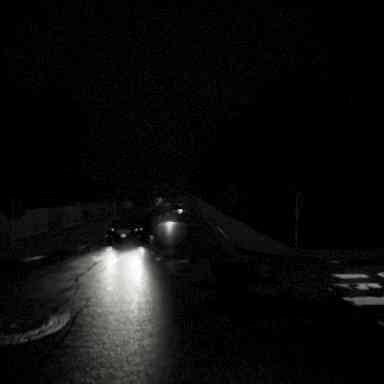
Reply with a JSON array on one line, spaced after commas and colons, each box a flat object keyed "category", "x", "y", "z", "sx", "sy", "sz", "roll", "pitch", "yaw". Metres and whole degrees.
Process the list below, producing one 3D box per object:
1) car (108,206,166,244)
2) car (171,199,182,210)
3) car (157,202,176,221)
[{"category": "car", "x": -2.918, "y": 1.731, "z": 17.404, "sx": 2.128, "sy": 1.511, "sz": 4.902, "roll": 0, "pitch": -1, "yaw": 4}, {"category": "car", "x": -2.750, "y": 2.039, "z": 55.926, "sx": 2.097, "sy": 1.767, "sz": 4.553, "roll": 0, "pitch": -1, "yaw": 0}, {"category": "car", "x": -2.748, "y": 1.950, "z": 31.453, "sx": 1.812, "sy": 1.442, "sz": 4.674, "roll": 0, "pitch": -1, "yaw": 0}]
